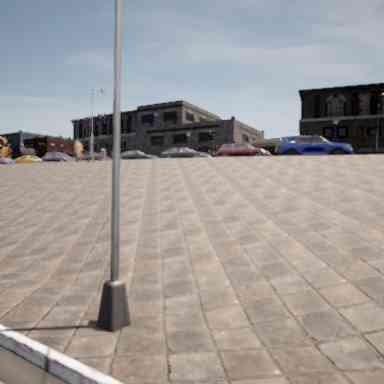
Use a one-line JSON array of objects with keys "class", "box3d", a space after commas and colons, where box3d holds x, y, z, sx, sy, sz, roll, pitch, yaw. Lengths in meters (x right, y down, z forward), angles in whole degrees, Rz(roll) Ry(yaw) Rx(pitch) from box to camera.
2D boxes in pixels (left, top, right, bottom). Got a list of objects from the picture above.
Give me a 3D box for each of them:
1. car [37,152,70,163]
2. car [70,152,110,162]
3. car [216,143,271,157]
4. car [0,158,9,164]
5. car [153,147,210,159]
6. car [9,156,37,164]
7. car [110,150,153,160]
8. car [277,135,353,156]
[{"class": "car", "box3d": [-15.352, -3.800, 38.676, 4.553, 1.767, 2.185, 1, 1, 31]}, {"class": "car", "box3d": [-10.360, -3.538, 35.875, 4.792, 1.488, 2.163, 1, 1, 29]}, {"class": "car", "box3d": [4.416, -3.363, 28.365, 4.553, 1.767, 2.185, 1, 1, 26]}, {"class": "car", "box3d": [-24.817, -3.842, 44.422, 4.674, 1.452, 2.002, 1, 1, 33]}, {"class": "car", "box3d": [-0.665, -3.362, 30.809, 4.892, 1.521, 2.231, 1, 1, 27]}, {"class": "car", "box3d": [-20.106, -3.778, 41.493, 5.008, 1.535, 2.097, 1, 1, 32]}, {"class": "car", "box3d": [-5.496, -3.425, 33.267, 4.674, 1.452, 2.002, 1, 1, 28]}, {"class": "car", "box3d": [9.516, -3.343, 26.026, 5.566, 2.045, 2.435, 2, 1, 25]}]
